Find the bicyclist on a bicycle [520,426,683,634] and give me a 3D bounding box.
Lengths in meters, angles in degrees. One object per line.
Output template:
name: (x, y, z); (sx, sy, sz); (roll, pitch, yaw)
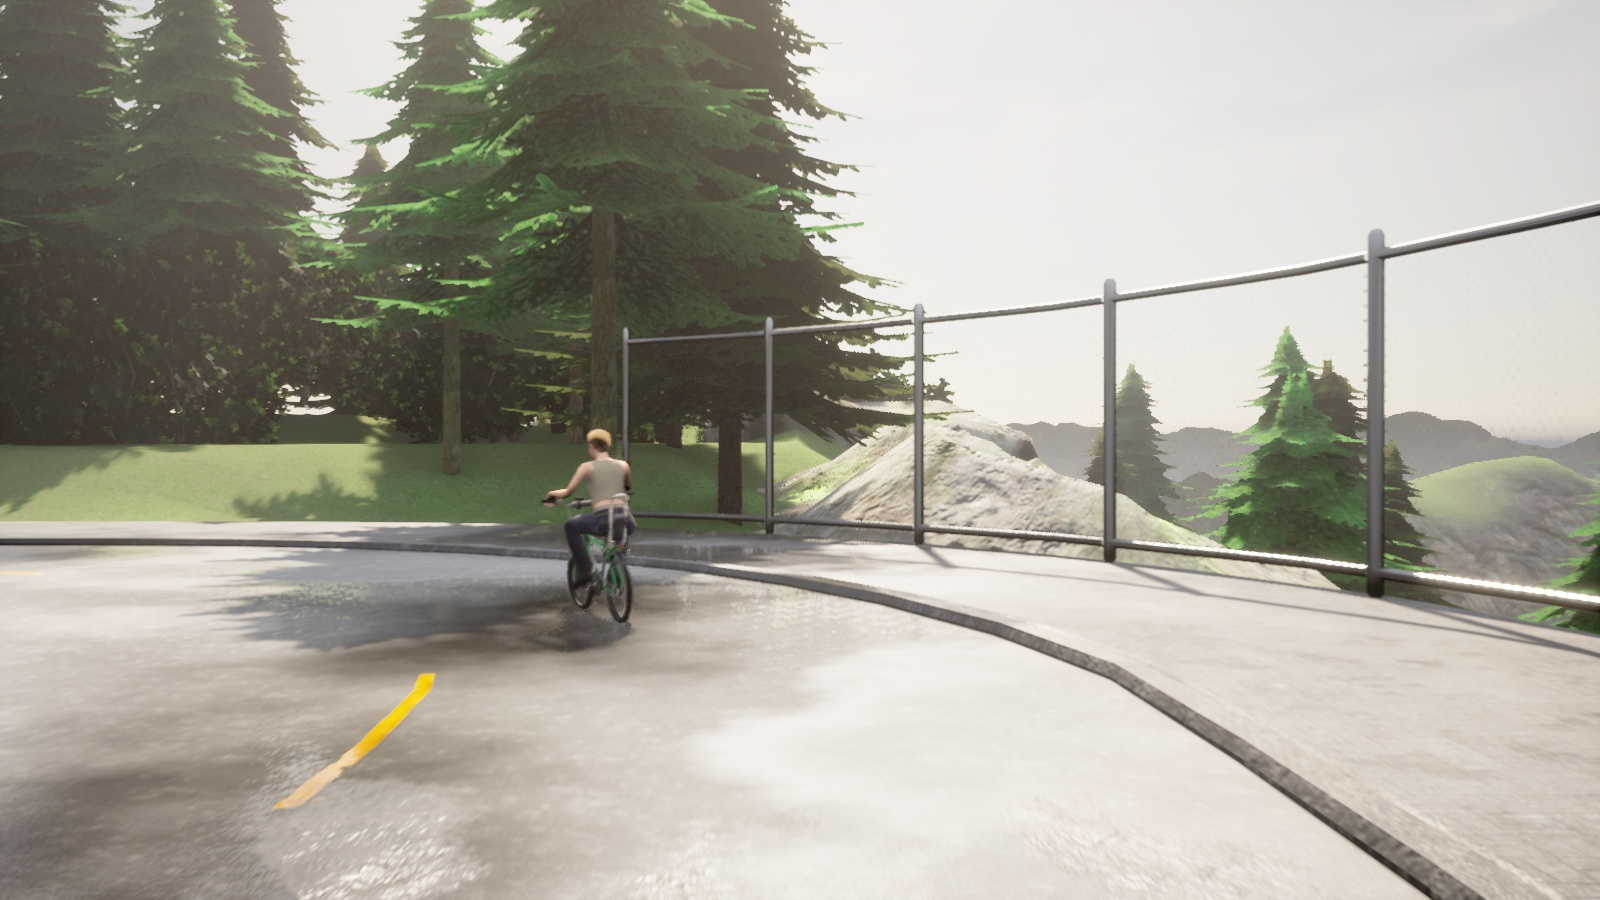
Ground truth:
bicyclist on a bicycle: (-1.730, 0.623, 10.746); (0.866, 1.612, 1.509); (-2, 1, -29)
